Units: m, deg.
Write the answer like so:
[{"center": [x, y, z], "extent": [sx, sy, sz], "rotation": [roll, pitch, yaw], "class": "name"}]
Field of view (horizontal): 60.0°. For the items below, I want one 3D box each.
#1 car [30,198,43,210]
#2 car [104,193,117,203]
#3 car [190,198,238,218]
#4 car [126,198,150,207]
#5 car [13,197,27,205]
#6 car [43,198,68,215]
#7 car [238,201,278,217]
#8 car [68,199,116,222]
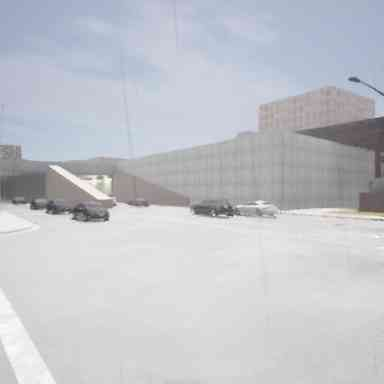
[{"center": [-19.627, 1.538, 43.009], "extent": [1.812, 1.442, 4.674], "rotation": [0, 0, -35], "class": "car"}, {"center": [-14.053, 1.249, 53.700], "extent": [2.150, 2.045, 5.566], "rotation": [0, 0, -35], "class": "car"}, {"center": [1.774, 1.378, 31.061], "extent": [2.097, 1.767, 4.553], "rotation": [0, 0, -35], "class": "car"}, {"center": [-8.476, 1.579, 51.831], "extent": [2.033, 1.411, 5.357], "rotation": [0, 0, -35], "class": "car"}, {"center": [-30.260, 1.562, 58.349], "extent": [2.033, 1.411, 5.357], "rotation": [0, 0, -35], "class": "car"}, {"center": [-13.825, 1.518, 34.699], "extent": [1.837, 1.490, 4.892], "rotation": [0, 0, -35], "class": "car"}, {"center": [5.943, 1.555, 31.185], "extent": [1.812, 1.442, 4.674], "rotation": [0, 0, -35], "class": "car"}, {"center": [-8.065, 1.519, 26.457], "extent": [1.837, 1.490, 4.892], "rotation": [0, 0, -35], "class": "car"}]
